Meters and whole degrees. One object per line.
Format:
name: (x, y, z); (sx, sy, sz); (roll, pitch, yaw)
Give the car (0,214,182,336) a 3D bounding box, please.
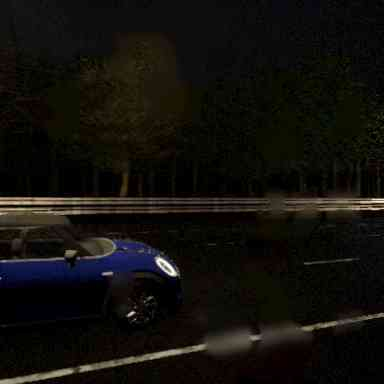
car: (-2.451, 1.157, 5.372); (4.553, 1.767, 2.097); (1, 2, -22)
